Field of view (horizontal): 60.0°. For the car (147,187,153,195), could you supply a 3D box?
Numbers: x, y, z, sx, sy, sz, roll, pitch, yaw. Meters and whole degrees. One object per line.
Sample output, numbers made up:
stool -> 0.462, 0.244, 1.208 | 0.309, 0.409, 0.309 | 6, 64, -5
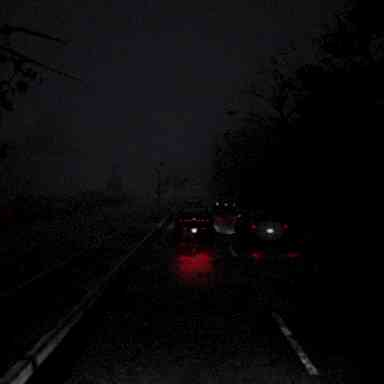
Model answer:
car -> -13.798, 0.098, 87.180 | 5.566, 2.045, 2.435 | -1, 1, -20

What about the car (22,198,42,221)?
car -> -13.864, 1.425, 24.344 | 4.674, 1.452, 2.002 | -1, 1, -20

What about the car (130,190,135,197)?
car -> -13.814, 0.820, 63.167 | 4.792, 1.488, 2.163 | -1, 1, -20

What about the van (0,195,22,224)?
van -> -13.767, 1.181, 21.410 | 4.442, 1.987, 1.878 | -1, 0, -20

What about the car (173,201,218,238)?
car -> 0.102, 1.440, 17.181 | 1.837, 1.490, 4.892 | 0, 0, 0

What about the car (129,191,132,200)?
car -> -13.837, 0.884, 60.149 | 4.674, 1.452, 2.002 | -1, 1, -20

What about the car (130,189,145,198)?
car -> -13.804, 0.607, 75.171 | 4.792, 1.488, 2.163 | -1, 1, -20

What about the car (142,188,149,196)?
car -> -13.997, 0.469, 81.094 | 5.366, 1.575, 1.946 | -1, 1, -20

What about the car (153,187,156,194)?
car -> -13.643, 0.200, 93.237 | 5.366, 1.575, 1.946 | -1, 1, -20

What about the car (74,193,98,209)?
car -> -13.854, 1.247, 39.269 | 4.674, 1.452, 2.002 | -1, 1, -20

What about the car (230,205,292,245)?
car -> 3.101, 1.506, 15.184 | 1.994, 1.385, 4.181 | 0, 0, 0

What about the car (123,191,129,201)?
car -> -13.816, 0.771, 57.175 | 4.553, 1.767, 2.185 | -1, 1, -20

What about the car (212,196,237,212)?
car -> 3.104, 1.161, 32.408 | 2.097, 1.767, 4.553 | 0, 1, 0

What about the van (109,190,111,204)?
van -> -13.748, 0.880, 45.278 | 4.442, 1.987, 1.878 | -1, 1, -20

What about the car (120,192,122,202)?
car -> -13.843, 1.004, 51.203 | 4.892, 1.521, 2.231 | -1, 1, -20

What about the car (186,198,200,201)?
car -> 0.105, 1.320, 33.696 | 1.812, 1.442, 4.674 | 0, 1, 0

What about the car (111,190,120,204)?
car -> -13.829, 0.804, 48.231 | 5.566, 2.045, 2.435 | -1, 1, -20

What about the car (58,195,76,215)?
car -> -13.693, 1.322, 30.385 | 5.366, 1.575, 1.946 | -1, 0, -20

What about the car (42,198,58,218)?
car -> -13.894, 1.392, 27.316 | 4.792, 1.488, 2.163 | -1, 1, -20

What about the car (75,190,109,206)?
car -> -13.885, 0.910, 42.235 | 5.566, 2.045, 2.435 | -1, 1, -20

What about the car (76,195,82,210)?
car -> -13.835, 1.322, 33.313 | 4.792, 1.488, 2.163 | -1, 0, -20
